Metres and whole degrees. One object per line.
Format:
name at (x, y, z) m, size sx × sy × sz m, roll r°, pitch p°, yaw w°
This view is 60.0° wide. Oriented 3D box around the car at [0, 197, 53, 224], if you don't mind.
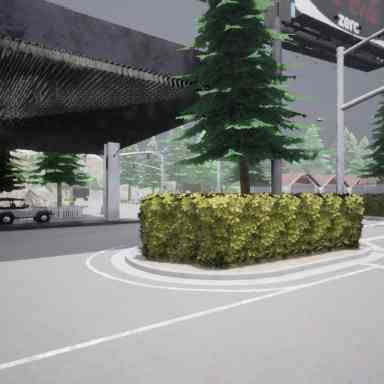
car at (-12.017, 1.313, 23.451) m, size 3.866 × 1.878 × 1.905 m, roll 0°, pitch 0°, yaw -36°
